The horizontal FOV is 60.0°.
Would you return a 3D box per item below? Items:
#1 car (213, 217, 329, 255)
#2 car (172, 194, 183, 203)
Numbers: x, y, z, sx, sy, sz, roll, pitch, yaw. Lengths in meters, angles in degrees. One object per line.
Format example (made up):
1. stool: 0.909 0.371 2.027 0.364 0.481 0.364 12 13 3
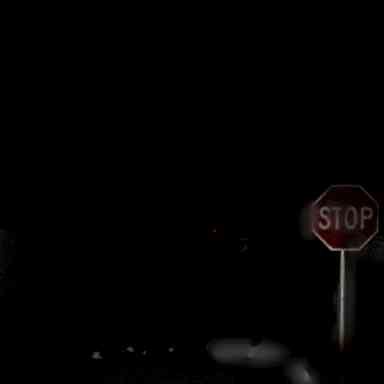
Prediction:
1. car: 3.286 1.715 13.587 4.718 1.301 1.895 1 1 0
2. car: -2.818 1.236 65.478 2.097 1.767 4.553 0 0 0
